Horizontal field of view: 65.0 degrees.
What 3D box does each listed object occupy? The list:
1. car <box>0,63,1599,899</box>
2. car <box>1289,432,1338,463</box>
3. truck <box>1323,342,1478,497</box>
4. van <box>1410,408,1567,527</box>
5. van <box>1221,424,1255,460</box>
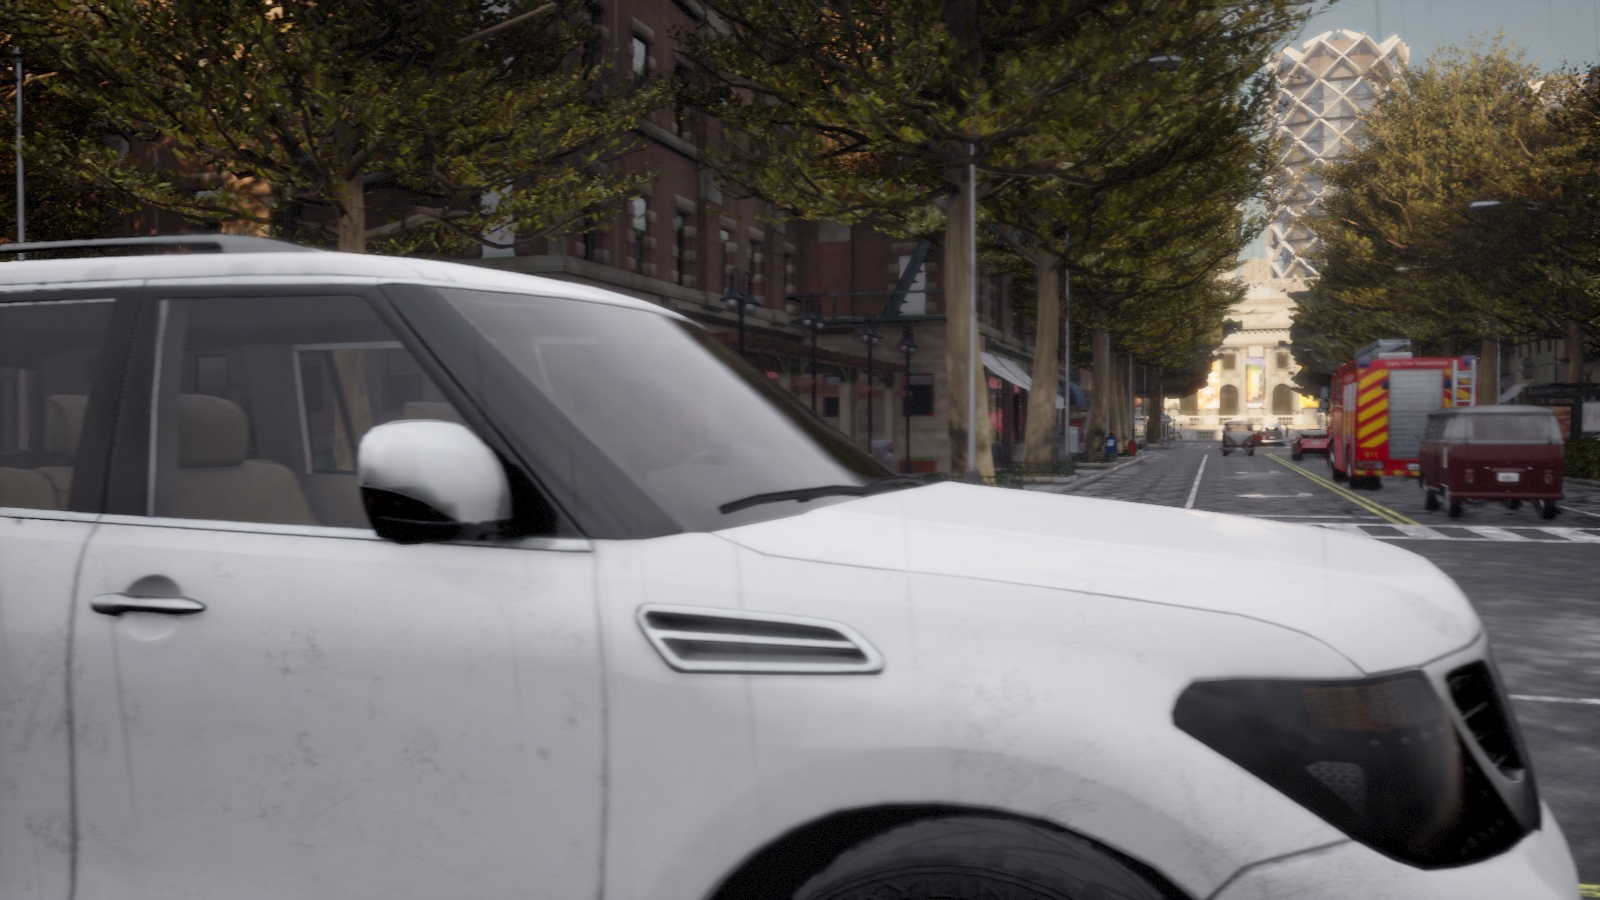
[{"bbox_3d":[-1.060,0.485,3.519,5.566,2.045,2.150,0,1,19],"label":"car"},{"bbox_3d":[26.121,-0.146,64.009,2.007,1.525,4.514,1,1,19],"label":"car"},{"bbox_3d":[16.700,-0.829,35.513,2.891,3.827,8.468,1,1,18],"label":"truck"},{"bbox_3d":[12.690,0.259,23.425,1.775,1.987,4.442,1,1,18],"label":"van"},{"bbox_3d":[25.291,-0.484,72.564,1.775,1.987,4.442,1,1,18],"label":"van"}]
